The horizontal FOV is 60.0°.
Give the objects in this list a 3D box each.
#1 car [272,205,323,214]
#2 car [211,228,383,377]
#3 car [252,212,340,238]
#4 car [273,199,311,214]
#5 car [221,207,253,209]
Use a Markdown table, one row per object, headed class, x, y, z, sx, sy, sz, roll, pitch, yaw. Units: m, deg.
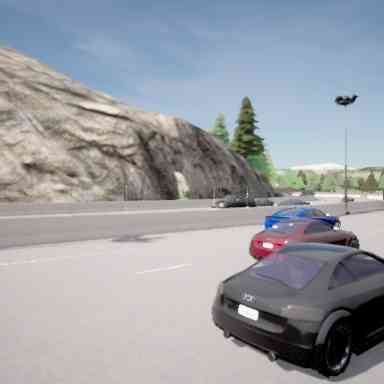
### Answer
| class | x | y | z | sx | sy | sz | roll | pitch | yaw |
| --- | --- | --- | --- | --- | --- | --- | --- | --- | --- |
| car | 5.861 | 1.498 | 17.353 | 5.008 | 1.535 | 1.882 | 0 | 0 | -40 |
| car | 2.351 | 1.571 | 5.636 | 4.181 | 1.385 | 1.994 | 0 | 0 | -37 |
| car | 3.858 | 1.578 | 11.229 | 4.181 | 1.385 | 1.994 | 0 | 0 | -38 |
| car | 11.020 | 1.522 | 36.496 | 5.008 | 1.535 | 1.882 | 0 | 0 | -45 |
| car | 4.510 | 1.273 | 35.063 | 5.566 | 2.045 | 2.150 | 1 | 0 | -43 |
